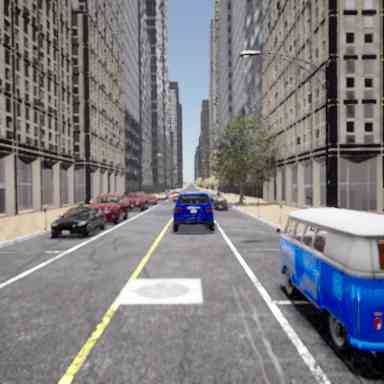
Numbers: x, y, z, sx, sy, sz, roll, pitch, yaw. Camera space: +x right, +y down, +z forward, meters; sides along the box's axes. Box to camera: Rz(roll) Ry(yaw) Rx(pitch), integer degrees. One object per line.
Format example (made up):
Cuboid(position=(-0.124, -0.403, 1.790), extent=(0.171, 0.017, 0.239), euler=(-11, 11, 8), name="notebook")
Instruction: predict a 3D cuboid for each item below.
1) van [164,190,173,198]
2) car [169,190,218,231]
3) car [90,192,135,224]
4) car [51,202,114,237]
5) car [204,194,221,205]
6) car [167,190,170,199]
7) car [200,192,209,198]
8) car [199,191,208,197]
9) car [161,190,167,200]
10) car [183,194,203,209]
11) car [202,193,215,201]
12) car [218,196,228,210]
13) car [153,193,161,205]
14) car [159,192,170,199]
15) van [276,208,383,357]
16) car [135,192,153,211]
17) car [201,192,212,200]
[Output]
Cuboid(position=(-5.634, 0.404, 79.792), extent=(1.690, 1.788, 3.998), euler=(-1, 1, 0), name="van")
Cuboid(position=(0.096, 0.995, 19.053), extent=(2.150, 2.045, 5.566), euler=(-1, 1, 0), name="car")
Cuboid(position=(-5.671, 1.104, 22.824), extent=(2.192, 1.841, 5.009), euler=(-1, 1, 0), name="car")
Cuboid(position=(-5.671, 1.424, 17.131), extent=(1.947, 1.339, 4.313), euler=(-1, 1, 0), name="car")
Cuboid(position=(2.726, 0.965, 45.607), extent=(2.008, 1.369, 4.403), euler=(-1, 1, 0), name="car")
Cuboid(position=(-2.953, 0.634, 60.879), extent=(2.097, 1.767, 4.553), euler=(-1, 1, 0), name="car")
Cuboid(position=(2.745, 0.610, 74.090), extent=(1.947, 1.339, 4.313), euler=(-1, 1, 0), name="car")
Cuboid(position=(2.749, 0.513, 79.787), extent=(1.887, 1.381, 4.507), euler=(-1, 1, 0), name="car")
Cuboid(position=(-5.642, 0.817, 62.534), extent=(1.752, 1.417, 4.829), euler=(-1, 1, 0), name="car")
Cuboid(position=(0.121, 1.036, 37.530), extent=(2.128, 1.511, 4.902), euler=(-1, 1, 0), name="car")
Cuboid(position=(2.734, 0.820, 57.000), extent=(2.008, 1.369, 4.403), euler=(-1, 1, 0), name="car")
Cuboid(position=(2.719, 1.107, 34.213), extent=(2.008, 1.369, 4.403), euler=(-1, 1, 0), name="car")
Cuboid(position=(-5.653, 1.090, 45.615), extent=(1.802, 1.307, 4.206), euler=(-1, 1, 0), name="car")
Cuboid(position=(-5.638, 0.780, 68.400), extent=(1.947, 1.339, 4.313), euler=(-1, 1, 0), name="car")
Cuboid(position=(2.697, 1.242, 5.728), extent=(1.690, 1.788, 3.998), euler=(-1, 1, 0), name="van")
Cuboid(position=(-5.664, 0.965, 34.217), extent=(2.192, 1.841, 5.009), euler=(-1, 1, 0), name="car")
Cuboid(position=(2.738, 0.777, 62.697), extent=(1.802, 1.307, 4.206), euler=(-1, 1, 0), name="car")
